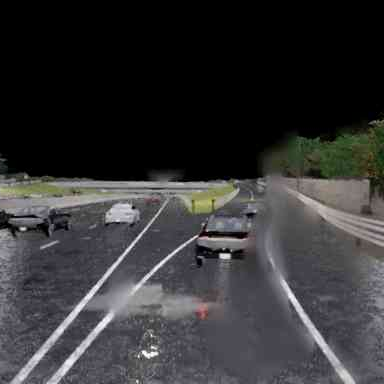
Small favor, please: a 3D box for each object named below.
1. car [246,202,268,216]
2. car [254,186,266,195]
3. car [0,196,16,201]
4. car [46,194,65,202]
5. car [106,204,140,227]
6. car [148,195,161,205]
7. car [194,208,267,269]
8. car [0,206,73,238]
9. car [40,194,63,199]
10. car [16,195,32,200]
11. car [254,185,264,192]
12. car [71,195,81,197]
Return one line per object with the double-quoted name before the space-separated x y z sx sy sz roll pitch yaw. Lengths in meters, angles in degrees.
"car" 6.024 1.592 30.825 1.994 1.385 4.181 0 1 15
"car" 14.455 -0.195 69.910 2.128 1.511 4.902 0 3 9
"car" -23.085 1.392 38.984 1.882 1.535 5.008 0 0 -3
"car" -28.114 1.244 68.745 2.128 1.511 4.902 0 0 -3
"car" -4.684 1.521 22.832 1.812 1.442 4.674 0 0 -3
"car" -6.429 1.227 57.027 2.097 1.767 4.553 0 0 -3
"car" 1.263 1.513 11.284 2.128 1.511 4.902 1 0 9
"car" -7.845 1.471 17.651 2.128 1.511 4.902 0 0 -3
"car" -23.926 1.158 55.882 2.097 1.767 4.553 0 0 -3
"car" -27.284 1.314 53.039 1.837 1.490 4.892 0 1 -3
"car" 15.987 -0.851 79.873 2.033 1.411 5.357 0 3 7
"car" -24.742 1.262 71.084 2.033 1.411 5.357 0 0 -3
